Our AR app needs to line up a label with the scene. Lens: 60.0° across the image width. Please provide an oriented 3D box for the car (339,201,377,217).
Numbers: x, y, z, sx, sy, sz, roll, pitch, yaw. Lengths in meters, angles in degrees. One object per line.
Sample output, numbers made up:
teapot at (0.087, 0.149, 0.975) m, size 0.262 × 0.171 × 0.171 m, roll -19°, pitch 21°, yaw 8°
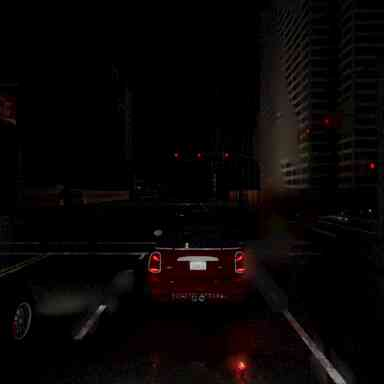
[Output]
car at (16.300, 1.547, 30.192) m, size 5.357 × 1.411 × 2.033 m, roll 0°, pitch 0°, yaw 0°

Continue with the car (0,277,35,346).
car at (-3.395, 1.526, 3.371) m, size 1.812 × 1.442 × 4.674 m, roll 0°, pitch 0°, yaw 0°

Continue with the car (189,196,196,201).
car at (0.082, 1.595, 83.494) m, size 1.895 × 1.301 × 4.718 m, roll 0°, pitch 0°, yaw 0°

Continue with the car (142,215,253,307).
car at (0.108, 1.352, 8.145) m, size 2.097 × 1.767 × 4.553 m, roll 0°, pitch 0°, yaw 0°
